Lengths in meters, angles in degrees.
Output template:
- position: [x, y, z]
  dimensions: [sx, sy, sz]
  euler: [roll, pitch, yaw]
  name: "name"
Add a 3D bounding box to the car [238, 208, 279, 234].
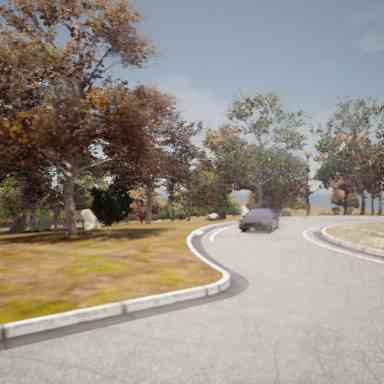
- position: [4.414, 1.747, 21.315]
  dimensions: [2.033, 1.411, 5.357]
  euler: [0, 0, 22]
  name: "car"
